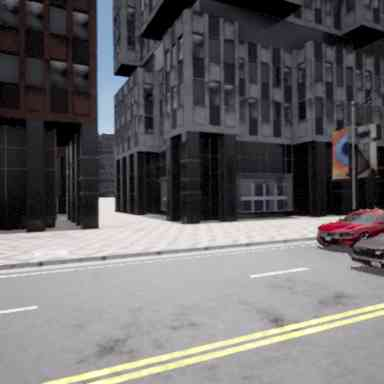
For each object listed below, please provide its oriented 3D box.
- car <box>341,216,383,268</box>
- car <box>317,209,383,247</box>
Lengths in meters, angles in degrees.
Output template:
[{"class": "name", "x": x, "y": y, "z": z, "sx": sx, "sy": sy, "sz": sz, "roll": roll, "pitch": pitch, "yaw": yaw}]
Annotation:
[{"class": "car", "x": 7.334, "y": 1.533, "z": 10.086, "sx": 5.357, "sy": 1.411, "sz": 2.033, "roll": -1, "pitch": 0, "yaw": -26}, {"class": "car", "x": 7.415, "y": 1.486, "z": 13.730, "sx": 5.008, "sy": 1.535, "sz": 1.882, "roll": 0, "pitch": 0, "yaw": -26}]
